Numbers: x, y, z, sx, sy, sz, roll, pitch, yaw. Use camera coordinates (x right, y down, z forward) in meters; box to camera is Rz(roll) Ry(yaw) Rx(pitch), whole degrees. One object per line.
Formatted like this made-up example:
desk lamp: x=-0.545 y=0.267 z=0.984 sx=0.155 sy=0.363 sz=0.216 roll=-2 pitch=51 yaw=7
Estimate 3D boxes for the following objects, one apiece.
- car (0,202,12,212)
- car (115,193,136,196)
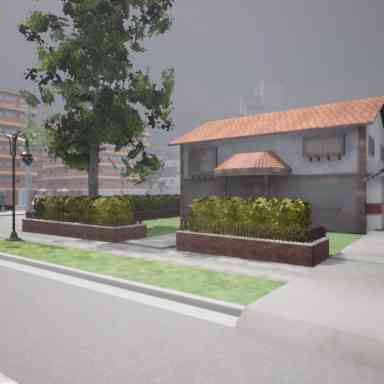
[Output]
car: x=-21.589 y=1.601 z=35.037 sx=1.895 sy=1.301 sz=4.718 roll=0 pitch=0 yaw=33
car: x=-10.617 y=1.221 z=50.089 sx=2.150 sy=2.045 sz=5.566 roll=0 pitch=0 yaw=36
